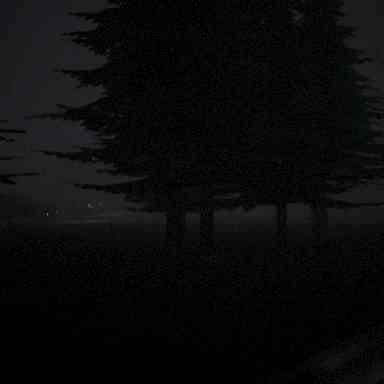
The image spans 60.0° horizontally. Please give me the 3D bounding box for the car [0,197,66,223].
[{"bbox_3d":[-12.862,1.212,25.036,5.566,2.045,2.150,-1,0,3],"label":"car"}]

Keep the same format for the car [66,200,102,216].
[{"bbox_3d":[-11.435,1.315,31.963,4.553,1.767,2.097,0,0,3],"label":"car"}]

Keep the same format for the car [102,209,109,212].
[{"bbox_3d":[-11.271,1.304,35.459,4.553,1.767,2.097,0,0,3],"label":"car"}]
